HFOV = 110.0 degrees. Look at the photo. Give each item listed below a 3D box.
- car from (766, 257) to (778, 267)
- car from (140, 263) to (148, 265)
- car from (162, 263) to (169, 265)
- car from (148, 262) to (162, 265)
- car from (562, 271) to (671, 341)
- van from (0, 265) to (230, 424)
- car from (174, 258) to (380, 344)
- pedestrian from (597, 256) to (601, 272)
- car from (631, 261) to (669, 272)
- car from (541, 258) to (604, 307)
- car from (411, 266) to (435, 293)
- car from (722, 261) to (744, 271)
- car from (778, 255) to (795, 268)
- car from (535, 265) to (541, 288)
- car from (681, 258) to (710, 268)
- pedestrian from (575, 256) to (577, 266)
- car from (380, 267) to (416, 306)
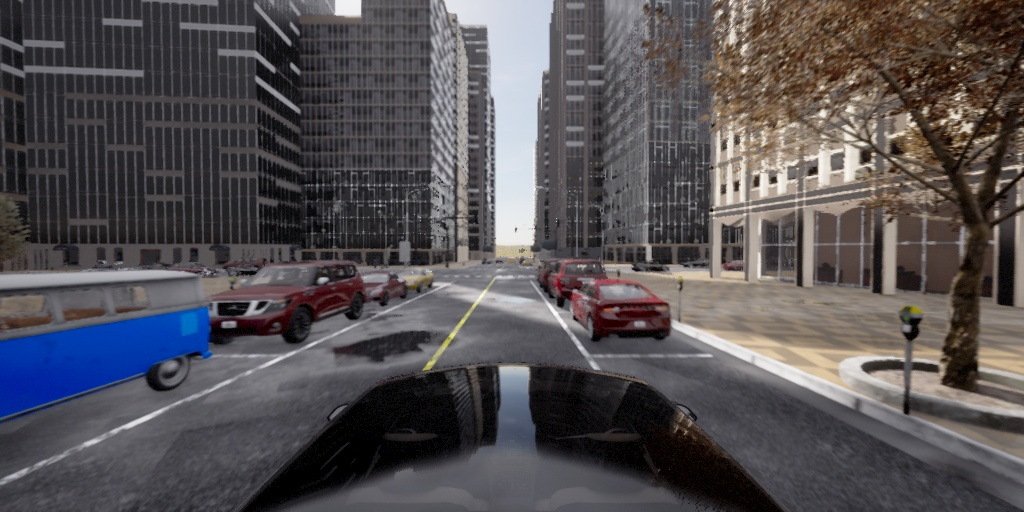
[{"bbox_3d":[37.694,0.828,52.328,4.097,1.591,1.967,0,0,-5],"label":"car"},{"bbox_3d":[-43.410,1.595,39.035,4.718,1.301,1.895,0,1,-5],"label":"car"},{"bbox_3d":[-33.112,1.431,37.357,4.097,1.591,1.967,0,0,-5],"label":"car"},{"bbox_3d":[-45.081,1.445,44.670,4.313,1.339,1.948,0,0,-5],"label":"car"},{"bbox_3d":[2.690,1.290,9.744,1.888,1.381,4.507,0,0,0],"label":"car"},{"bbox_3d":[-5.690,1.090,4.117,1.690,1.789,3.998,0,0,0],"label":"van"},{"bbox_3d":[-5.692,1.060,9.742,2.192,1.841,5.009,0,0,0],"label":"car"},{"bbox_3d":[8.129,0.901,33.769,0.375,1.860,0.375,-1,1,0],"label":"pedestrian"},{"bbox_3d":[16.122,1.265,41.916,4.313,1.339,1.948,0,0,-5],"label":"car"},{"bbox_3d":[2.689,1.055,15.370,2.192,1.841,5.009,0,0,0],"label":"car"},{"bbox_3d":[-5.694,1.262,20.824,1.751,1.417,4.829,0,0,0],"label":"car"},{"bbox_3d":[27.376,1.214,42.957,4.207,1.307,1.802,0,0,-5],"label":"car"},{"bbox_3d":[40.289,0.956,49.887,4.674,1.442,1.812,0,1,-5],"label":"car"},{"bbox_3d":[2.688,1.051,20.995,2.192,1.841,5.009,0,0,0],"label":"car"},{"bbox_3d":[26.432,1.022,51.284,4.313,1.339,1.948,0,0,-5],"label":"car"},{"bbox_3d":[6.129,0.865,34.368,0.375,1.860,0.375,-1,1,0],"label":"pedestrian"},{"bbox_3d":[-5.693,1.323,15.369,1.802,1.307,4.207,0,0,0],"label":"car"}]
